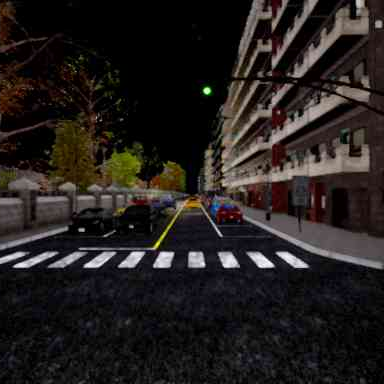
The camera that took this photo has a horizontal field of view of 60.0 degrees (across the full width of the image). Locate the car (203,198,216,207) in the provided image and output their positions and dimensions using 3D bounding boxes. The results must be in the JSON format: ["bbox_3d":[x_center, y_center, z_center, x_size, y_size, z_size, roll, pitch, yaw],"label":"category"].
[{"bbox_3d":[2.722,1.639,53.082,1.887,1.381,4.507,0,0,0],"label":"car"}]

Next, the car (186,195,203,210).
[{"bbox_3d":[0.123,1.552,44.571,1.882,1.535,5.008,0,0,0],"label":"car"}]

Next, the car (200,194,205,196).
[{"bbox_3d":[2.726,1.424,58.712,2.192,1.841,5.009,0,0,0],"label":"car"}]

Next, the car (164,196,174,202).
[{"bbox_3d":[-5.642,1.727,81.236,2.008,1.369,4.403,0,0,0],"label":"car"}]

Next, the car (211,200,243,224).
[{"bbox_3d":[2.706,1.579,24.931,1.887,1.381,4.507,0,0,0],"label":"car"}]

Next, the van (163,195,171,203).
[{"bbox_3d":[-5.645,1.498,75.607,1.690,1.788,3.998,0,0,0],"label":"van"}]

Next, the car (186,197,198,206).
[{"bbox_3d":[0.035,1.674,59.264,1.994,1.385,4.181,0,0,0],"label":"car"}]

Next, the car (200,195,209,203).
[{"bbox_3d":[2.735,1.597,75.602,1.967,1.590,4.097,0,0,0],"label":"car"}]

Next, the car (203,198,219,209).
[{"bbox_3d":[2.719,1.632,47.452,2.008,1.369,4.403,0,0,0],"label":"car"}]

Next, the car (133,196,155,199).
[{"bbox_3d":[-5.667,1.371,36.197,2.192,1.841,5.009,0,0,0],"label":"car"}]

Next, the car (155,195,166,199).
[{"bbox_3d":[-5.658,1.534,53.088,1.967,1.590,4.097,0,0,0],"label":"car"}]

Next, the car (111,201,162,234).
[{"bbox_3d":[-3.080,1.504,19.502,1.882,1.535,5.008,0,0,0],"label":"car"}]

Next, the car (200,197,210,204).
[{"bbox_3d":[2.731,1.684,69.972,1.887,1.381,4.507,0,0,0],"label":"car"}]

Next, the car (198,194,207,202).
[{"bbox_3d":[2.741,1.511,86.863,2.192,1.841,5.009,0,0,0],"label":"car"}]

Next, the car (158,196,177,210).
[{"bbox_3d":[-3.028,1.623,45.177,2.033,1.411,5.357,0,0,0],"label":"car"}]

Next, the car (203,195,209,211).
[{"bbox_3d":[2.716,1.508,41.822,1.967,1.590,4.097,0,0,0],"label":"car"}]

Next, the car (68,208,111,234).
[{"bbox_3d":[-5.677,1.591,19.305,1.947,1.339,4.313,0,0,0],"label":"car"}]

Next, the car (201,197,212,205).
[{"bbox_3d":[2.728,1.674,64.342,2.008,1.369,4.403,0,0,0],"label":"car"}]

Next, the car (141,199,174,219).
[{"bbox_3d":[-3.065,1.591,30.078,2.033,1.411,5.357,0,0,0],"label":"car"}]

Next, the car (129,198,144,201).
[{"bbox_3d":[-5.670,1.570,30.397,1.752,1.417,4.829,0,0,0],"label":"car"}]

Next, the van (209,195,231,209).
[{"bbox_3d":[2.710,1.386,30.562,1.690,1.788,3.998,0,0,0],"label":"van"}]
